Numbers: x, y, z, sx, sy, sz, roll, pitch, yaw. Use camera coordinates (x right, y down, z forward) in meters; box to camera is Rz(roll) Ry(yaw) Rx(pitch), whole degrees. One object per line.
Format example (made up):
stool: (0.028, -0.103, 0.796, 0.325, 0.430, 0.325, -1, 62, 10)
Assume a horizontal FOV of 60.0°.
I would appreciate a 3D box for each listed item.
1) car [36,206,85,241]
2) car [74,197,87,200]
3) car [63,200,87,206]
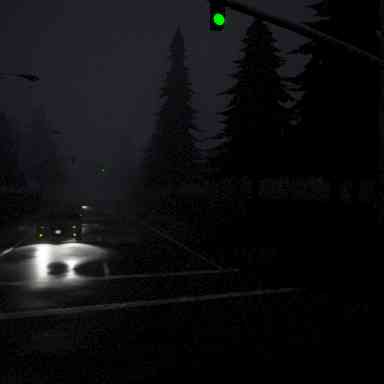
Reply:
car: (-6.671, 1.639, 17.012, 1.994, 1.385, 4.181, 1, 0, -17)
car: (-18.984, 1.594, 56.824, 2.128, 1.511, 4.902, 1, 0, -17)
car: (-9.726, 1.629, 26.928, 2.033, 1.411, 5.357, 1, 0, -17)
